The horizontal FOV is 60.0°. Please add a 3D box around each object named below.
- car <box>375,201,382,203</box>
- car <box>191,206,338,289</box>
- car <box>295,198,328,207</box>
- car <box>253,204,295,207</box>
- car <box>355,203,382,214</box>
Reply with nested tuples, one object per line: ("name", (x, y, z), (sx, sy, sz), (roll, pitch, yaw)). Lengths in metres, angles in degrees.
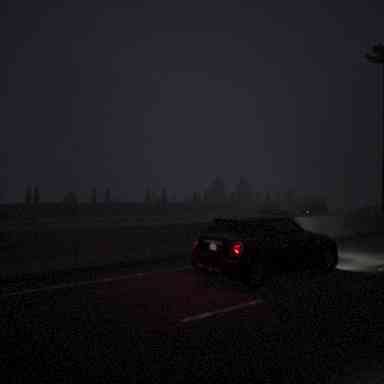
("car", (32.608, 2.300, 57.844), (1.994, 1.385, 4.181), (0, 0, 27))
("car", (2.257, 1.450, 9.712), (4.553, 1.767, 2.097), (1, -1, -36))
("car", (12.951, 1.629, 36.511), (2.150, 2.045, 5.566), (0, -1, 45))
("car", (5.279, 1.729, 25.261), (5.008, 1.535, 1.882), (1, -1, -38))
("car", (16.299, 1.945, 30.063), (4.181, 1.385, 1.994), (1, -1, -44))
